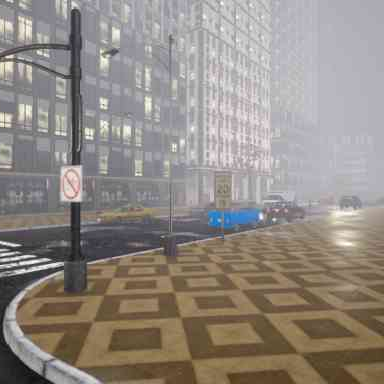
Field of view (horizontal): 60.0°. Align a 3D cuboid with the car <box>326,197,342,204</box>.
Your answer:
[{"bbox_3d":[28.614,1.624,66.902,2.008,1.369,4.403,0,0,38],"label":"car"}]

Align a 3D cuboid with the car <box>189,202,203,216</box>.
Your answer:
[{"bbox_3d":[1.412,1.604,31.672,1.802,1.307,4.206,0,0,38],"label":"car"}]

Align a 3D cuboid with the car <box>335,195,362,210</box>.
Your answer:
[{"bbox_3d":[21.250,1.368,44.471,2.192,1.841,5.009,0,0,38],"label":"car"}]

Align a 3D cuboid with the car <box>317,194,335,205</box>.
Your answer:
[{"bbox_3d":[25.214,1.380,62.499,2.192,1.841,5.009,0,0,38],"label":"car"}]

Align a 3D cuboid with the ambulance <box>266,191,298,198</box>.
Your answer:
[{"bbox_3d":[10.284,1.062,38.963,2.351,2.431,6.366,0,0,38],"label":"ambulance"}]

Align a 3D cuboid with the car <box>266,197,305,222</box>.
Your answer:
[{"bbox_3d":[7.649,1.472,26.855,1.967,1.590,4.097,0,0,38],"label":"car"}]

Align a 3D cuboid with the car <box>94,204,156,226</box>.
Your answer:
[{"bbox_3d":[-4.708,1.540,23.958,1.752,1.417,4.829,0,0,38],"label":"car"}]

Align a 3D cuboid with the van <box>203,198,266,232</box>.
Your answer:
[{"bbox_3d":[2.677,1.368,20.234,1.690,1.788,3.998,0,0,38],"label":"van"}]

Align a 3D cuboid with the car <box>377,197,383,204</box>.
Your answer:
[{"bbox_3d":[38.250,1.658,66.489,1.947,1.339,4.313,0,0,38],"label":"car"}]
